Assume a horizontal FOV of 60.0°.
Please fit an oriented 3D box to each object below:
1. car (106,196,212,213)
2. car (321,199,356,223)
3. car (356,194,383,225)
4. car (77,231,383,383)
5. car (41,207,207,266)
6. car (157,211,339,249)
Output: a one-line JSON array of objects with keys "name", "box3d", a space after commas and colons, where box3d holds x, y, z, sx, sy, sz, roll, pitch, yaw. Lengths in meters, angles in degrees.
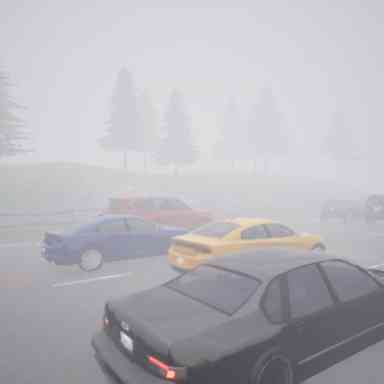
[{"name": "car", "box3d": [-1.431, 1.201, 15.641, 5.566, 2.045, 2.150, 0, 0, -35]}, {"name": "car", "box3d": [11.736, 1.286, 25.033, 4.553, 1.767, 2.097, 0, 0, -35]}, {"name": "car", "box3d": [13.549, 1.159, 22.025, 5.566, 2.045, 2.150, 0, 0, -35]}, {"name": "car", "box3d": [1.401, 1.537, 4.788, 5.357, 1.411, 2.033, 0, 0, -35]}, {"name": "car", "box3d": [-2.161, 1.465, 10.843, 5.008, 1.535, 1.882, 0, 0, -35]}, {"name": "car", "box3d": [1.750, 1.459, 9.320, 5.008, 1.535, 1.882, 0, 0, -35]}]
